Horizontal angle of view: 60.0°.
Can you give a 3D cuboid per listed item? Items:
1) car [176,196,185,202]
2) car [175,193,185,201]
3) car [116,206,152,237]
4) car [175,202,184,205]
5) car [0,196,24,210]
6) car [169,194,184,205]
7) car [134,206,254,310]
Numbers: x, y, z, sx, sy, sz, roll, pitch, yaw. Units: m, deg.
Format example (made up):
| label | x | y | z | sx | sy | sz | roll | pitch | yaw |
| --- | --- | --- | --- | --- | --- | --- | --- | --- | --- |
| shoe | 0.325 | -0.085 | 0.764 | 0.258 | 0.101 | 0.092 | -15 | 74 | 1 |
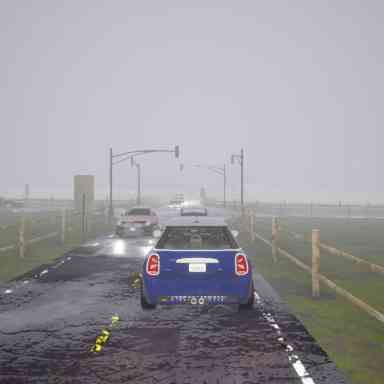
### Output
| label | x | y | z | sx | sy | sz | roll | pitch | yaw |
| --- | --- | --- | --- | --- | --- | --- | --- | --- | --- |
| car | -2.701 | 1.566 | 79.102 | 2.033 | 1.411 | 5.357 | 0 | 0 | 0 |
| car | -2.746 | 1.244 | 68.548 | 2.150 | 2.045 | 5.566 | 0 | 0 | 0 |
| car | -2.858 | 1.529 | 18.324 | 1.812 | 1.442 | 4.674 | 0 | 0 | 0 |
| car | 0.092 | 1.508 | 17.155 | 1.837 | 1.490 | 4.892 | 0 | 0 | 0 |
| car | -21.052 | 1.112 | 36.272 | 5.008 | 1.535 | 1.882 | 1 | 0 | 0 |
| car | -2.851 | 1.580 | 58.577 | 1.994 | 1.385 | 4.181 | 0 | 0 | 0 |
| car | 0.096 | 1.353 | 7.990 | 2.097 | 1.767 | 4.553 | 0 | 0 | 0 |
